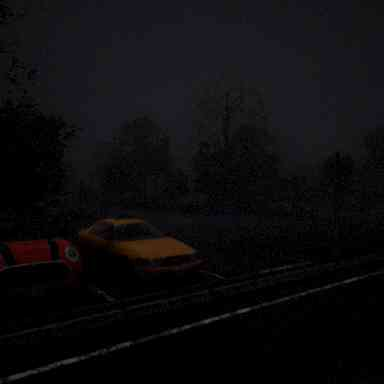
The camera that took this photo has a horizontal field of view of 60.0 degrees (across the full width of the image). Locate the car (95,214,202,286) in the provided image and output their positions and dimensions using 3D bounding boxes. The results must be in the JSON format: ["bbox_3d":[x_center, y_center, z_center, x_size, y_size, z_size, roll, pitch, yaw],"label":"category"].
[{"bbox_3d":[-1.843,1.466,9.782,1.946,1.575,5.366,0,0,-36],"label":"car"}]

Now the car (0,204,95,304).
[{"bbox_3d":[-4.331,1.343,8.242,2.185,1.767,4.553,0,0,-36],"label":"car"}]

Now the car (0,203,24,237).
[{"bbox_3d":[-11.006,1.467,18.747,1.946,1.575,5.366,0,0,-36],"label":"car"}]

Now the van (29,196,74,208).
[{"bbox_3d":[-8.568,1.245,20.144,1.878,1.987,4.442,0,0,-36],"label":"van"}]

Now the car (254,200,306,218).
[{"bbox_3d":[8.205,1.729,32.433,2.002,1.452,4.674,1,-1,-36],"label":"car"}]

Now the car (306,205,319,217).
[{"bbox_3d":[10.746,1.616,34.334,2.185,1.767,4.553,1,-1,-36],"label":"car"}]
